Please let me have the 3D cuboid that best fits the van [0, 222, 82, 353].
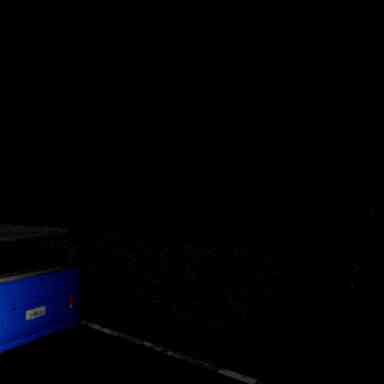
[{"bbox_3d":[-3.592,1.401,5.533,3.998,1.788,1.690,-1,-1,36],"label":"van"}]
